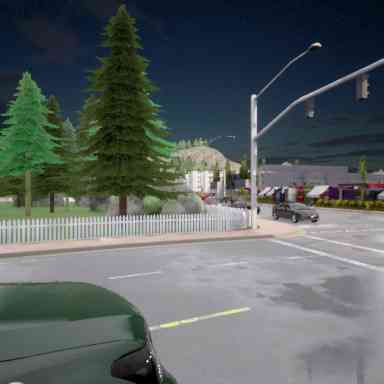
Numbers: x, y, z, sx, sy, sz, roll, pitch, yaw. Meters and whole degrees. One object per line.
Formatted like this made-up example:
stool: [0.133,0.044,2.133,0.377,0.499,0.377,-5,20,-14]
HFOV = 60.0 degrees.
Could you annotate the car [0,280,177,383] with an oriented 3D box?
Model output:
car: [-2.756,1.221,1.670,5.566,2.045,2.150,0,0,-36]

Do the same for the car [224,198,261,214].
car: [5.454,1.656,35.245,1.895,1.301,4.718,0,0,-16]

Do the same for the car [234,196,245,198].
car: [8.704,1.547,62.289,2.128,1.511,4.902,0,0,-16]

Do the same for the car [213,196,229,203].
car: [6.086,1.559,71.154,1.837,1.490,4.892,0,0,-16]

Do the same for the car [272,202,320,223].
car: [8.059,1.561,26.291,1.837,1.490,4.892,0,0,-14]

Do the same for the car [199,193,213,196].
car: [2.939,1.277,69.605,2.150,2.045,5.566,0,0,-17]

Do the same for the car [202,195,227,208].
car: [2.835,1.547,44.230,2.128,1.511,4.902,0,0,-16]
